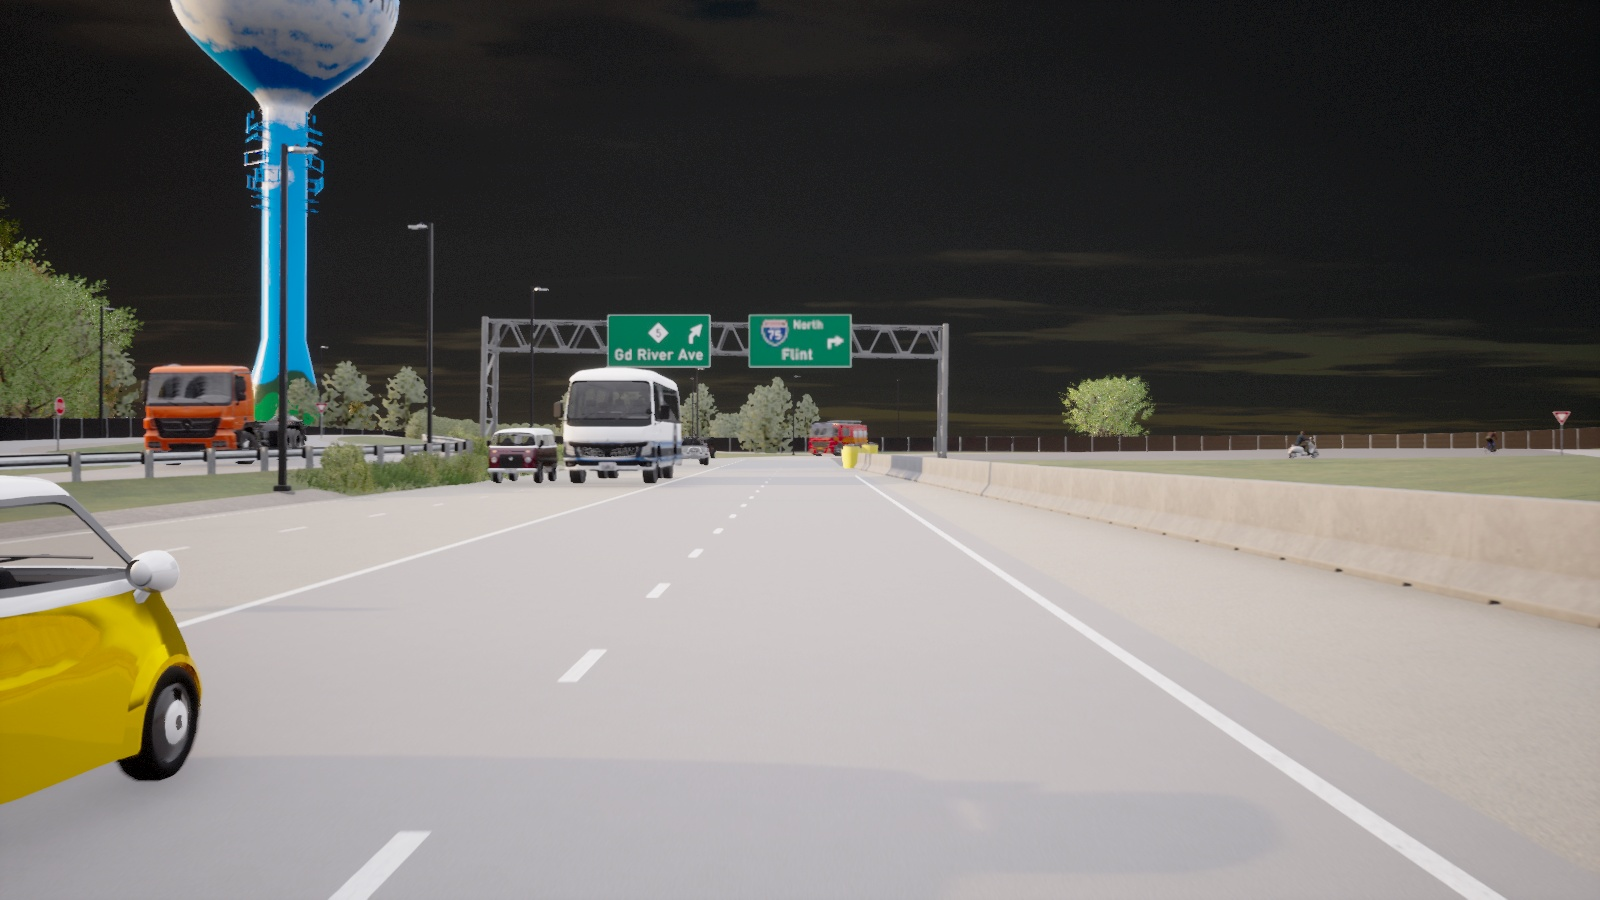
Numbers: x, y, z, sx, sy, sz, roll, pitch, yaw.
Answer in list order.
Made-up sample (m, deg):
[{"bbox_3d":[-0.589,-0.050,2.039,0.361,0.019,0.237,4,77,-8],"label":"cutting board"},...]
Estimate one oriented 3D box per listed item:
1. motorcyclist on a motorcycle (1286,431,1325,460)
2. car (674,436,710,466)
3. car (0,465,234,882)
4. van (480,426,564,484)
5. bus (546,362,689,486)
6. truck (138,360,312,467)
[{"bbox_3d":[28.543,-0.245,70.950,1.817,1.590,0.866,-1,-1,-5],"label":"motorcyclist on a motorcycle"},{"bbox_3d":[-6.894,0.045,79.699,1.932,1.855,4.605,0,0,-9],"label":"car"},{"bbox_3d":[-3.457,0.772,4.907,1.481,1.376,2.207,0,1,0],"label":"car"},{"bbox_3d":[-10.218,0.175,46.486,2.069,2.038,4.480,0,0,0],"label":"van"},{"bbox_3d":[-6.707,-0.929,48.256,3.944,4.253,10.273,0,0,0],"label":"bus"},{"bbox_3d":[-20.188,-1.317,44.694,2.891,3.462,7.936,0,2,-3],"label":"truck"}]
